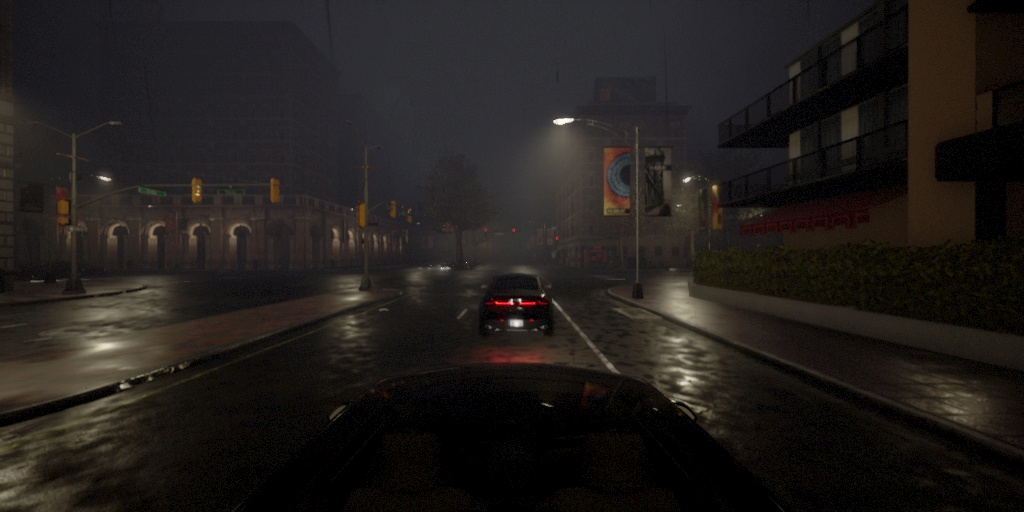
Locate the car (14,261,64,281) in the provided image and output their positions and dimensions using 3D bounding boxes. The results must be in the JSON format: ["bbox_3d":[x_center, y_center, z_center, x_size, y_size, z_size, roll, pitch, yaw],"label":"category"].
[{"bbox_3d":[-39.723,1.281,28.982,4.181,1.385,1.994,0,0,0],"label":"car"}]

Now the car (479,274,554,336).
[{"bbox_3d":[0.119,1.244,10.385,1.837,1.490,4.892,0,0,0],"label":"car"}]

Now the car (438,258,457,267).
[{"bbox_3d":[-11.246,1.169,62.411,2.128,1.511,4.902,0,0,1],"label":"car"}]

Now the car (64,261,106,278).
[{"bbox_3d":[-39.888,1.190,32.482,5.008,1.535,1.882,0,0,0],"label":"car"}]

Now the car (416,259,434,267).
[{"bbox_3d":[-14.743,1.203,62.165,1.812,1.442,4.674,0,0,1],"label":"car"}]
